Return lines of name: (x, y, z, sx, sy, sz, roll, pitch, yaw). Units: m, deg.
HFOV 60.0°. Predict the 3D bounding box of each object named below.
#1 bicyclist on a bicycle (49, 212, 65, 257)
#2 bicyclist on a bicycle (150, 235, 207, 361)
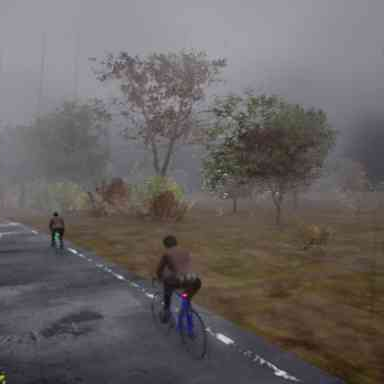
bicyclist on a bicycle: (-5.127, 1.601, 12.632, 0.582, 1.620, 1.656, 0, -1, -33)
bicyclist on a bicycle: (-0.247, 1.491, 4.970, 0.582, 1.620, 1.656, 0, -1, -32)
